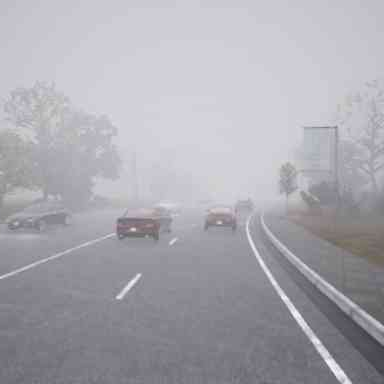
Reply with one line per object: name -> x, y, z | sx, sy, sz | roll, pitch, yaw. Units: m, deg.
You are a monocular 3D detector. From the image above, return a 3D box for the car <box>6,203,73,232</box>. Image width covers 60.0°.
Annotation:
car -> -9.028, 1.456, 20.098 | 1.837, 1.490, 4.892 | 0, 0, 8

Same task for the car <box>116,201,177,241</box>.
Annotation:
car -> -2.234, 1.457, 16.691 | 1.882, 1.535, 5.008 | 0, 0, 6

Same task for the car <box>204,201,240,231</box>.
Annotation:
car -> 1.857, 1.517, 20.677 | 1.812, 1.442, 4.674 | 0, 0, 9

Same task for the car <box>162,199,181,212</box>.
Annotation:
car -> -2.522, 1.485, 35.272 | 1.812, 1.442, 4.674 | 0, 0, 14

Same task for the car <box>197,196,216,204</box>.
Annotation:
car -> 2.731, 1.496, 61.231 | 2.033, 1.411, 5.357 | 0, 0, 24

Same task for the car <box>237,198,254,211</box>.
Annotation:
car -> 6.506, 1.486, 40.909 | 2.128, 1.511, 4.902 | 0, 0, 17
